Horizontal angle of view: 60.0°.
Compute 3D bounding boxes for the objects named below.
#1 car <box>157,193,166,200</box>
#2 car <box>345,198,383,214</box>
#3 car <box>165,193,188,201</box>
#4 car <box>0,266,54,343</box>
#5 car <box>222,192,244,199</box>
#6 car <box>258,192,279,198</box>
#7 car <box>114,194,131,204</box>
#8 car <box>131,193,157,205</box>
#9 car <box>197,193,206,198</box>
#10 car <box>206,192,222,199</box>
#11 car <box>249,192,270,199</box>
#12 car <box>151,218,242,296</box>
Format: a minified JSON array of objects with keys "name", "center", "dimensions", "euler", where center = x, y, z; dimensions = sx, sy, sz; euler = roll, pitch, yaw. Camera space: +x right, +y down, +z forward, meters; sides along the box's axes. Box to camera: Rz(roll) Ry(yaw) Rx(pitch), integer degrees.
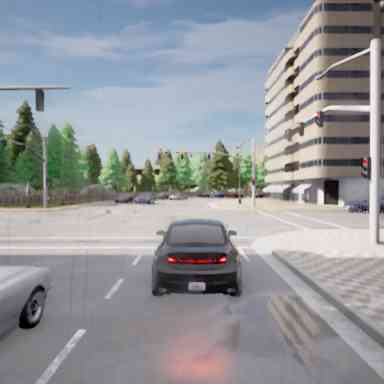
[{"name":"car","center":[-5.772,0.889,66.315],"dimensions":[2.033,1.411,5.357],"euler":[0,1,26]},{"name":"car","center":[16.762,1.272,31.064],"dimensions":[4.674,1.442,1.812],"euler":[0,1,0]},{"name":"car","center":[-2.678,0.959,64.686],"dimensions":[1.895,1.301,4.718],"euler":[0,1,26]},{"name":"car","center":[-3.426,1.561,3.866],"dimensions":[1.895,1.301,4.718],"euler":[0,1,0]},{"name":"car","center":[9.710,0.732,75.101],"dimensions":[5.008,1.535,1.882],"euler":[0,1,-41]},{"name":"car","center":[18.507,0.700,80.617],"dimensions":[4.892,1.490,1.837],"euler":[0,1,-22]},{"name":"car","center":[-10.075,1.013,49.473],"dimensions":[1.837,1.490,4.892],"euler":[0,1,5]},{"name":"car","center":[-6.718,0.882,47.289],"dimensions":[2.097,1.767,4.553],"euler":[0,1,4]},{"name":"car","center":[3.311,0.805,78.743],"dimensions":[4.718,1.301,1.895],"euler":[-1,1,-44]},{"name":"car","center":[6.225,0.705,76.676],"dimensions":[5.008,1.535,1.882],"euler":[-1,1,-44]},{"name":"car","center":[15.183,0.852,74.831],"dimensions":[4.718,1.301,1.895],"euler":[0,1,-33]},{"name":"car","center":[0.116,1.420,8.386],"dimensions":[1.837,1.490,4.892],"euler":[0,1,1]}]
